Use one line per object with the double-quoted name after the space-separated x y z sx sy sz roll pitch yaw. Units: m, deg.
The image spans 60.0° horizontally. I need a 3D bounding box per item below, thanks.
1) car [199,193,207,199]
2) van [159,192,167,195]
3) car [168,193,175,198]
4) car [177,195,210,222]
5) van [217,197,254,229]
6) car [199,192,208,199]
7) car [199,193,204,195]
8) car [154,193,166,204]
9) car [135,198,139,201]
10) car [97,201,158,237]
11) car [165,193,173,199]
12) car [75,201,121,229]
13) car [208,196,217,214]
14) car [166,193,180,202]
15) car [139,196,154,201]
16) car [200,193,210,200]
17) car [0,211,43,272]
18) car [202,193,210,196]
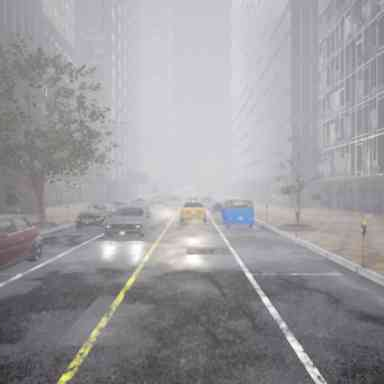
2.679 0.929 82.855 2.008 1.369 4.403 0 1 0 "car"
-5.700 0.857 65.777 1.690 1.788 3.998 0 0 0 "van"
-5.703 0.860 94.243 1.802 1.307 4.206 0 1 0 "car"
0.096 1.295 24.665 1.801 1.575 5.366 0 1 0 "car"
2.686 1.210 20.237 1.690 1.788 3.998 0 0 0 "van"
2.679 0.865 77.161 1.967 1.590 4.097 0 0 0 "car"
0.093 1.258 41.429 2.033 1.411 5.357 0 0 0 "car"
-5.699 1.189 54.396 1.802 1.307 4.206 0 0 0 "car"
-5.695 1.380 25.934 2.008 1.369 4.403 0 0 0 "car"
-3.106 1.434 17.470 2.033 1.411 5.357 0 0 0 "car"
-5.702 0.960 82.856 1.802 1.307 4.206 0 0 0 "car"
-5.694 1.419 20.242 2.008 1.369 4.403 0 0 0 "car"
2.685 1.338 31.624 2.008 1.369 4.403 0 0 0 "car"
-3.054 1.122 60.472 1.994 1.385 4.181 0 0 1 "car"
-5.696 1.325 37.319 1.802 1.307 4.206 0 0 0 "car"
2.680 1.021 71.470 2.008 1.369 4.403 0 0 0 "car"
-5.693 1.383 8.856 1.967 1.590 4.097 0 0 0 "car"
2.682 1.143 60.086 1.802 1.307 4.206 0 0 0 "car"
